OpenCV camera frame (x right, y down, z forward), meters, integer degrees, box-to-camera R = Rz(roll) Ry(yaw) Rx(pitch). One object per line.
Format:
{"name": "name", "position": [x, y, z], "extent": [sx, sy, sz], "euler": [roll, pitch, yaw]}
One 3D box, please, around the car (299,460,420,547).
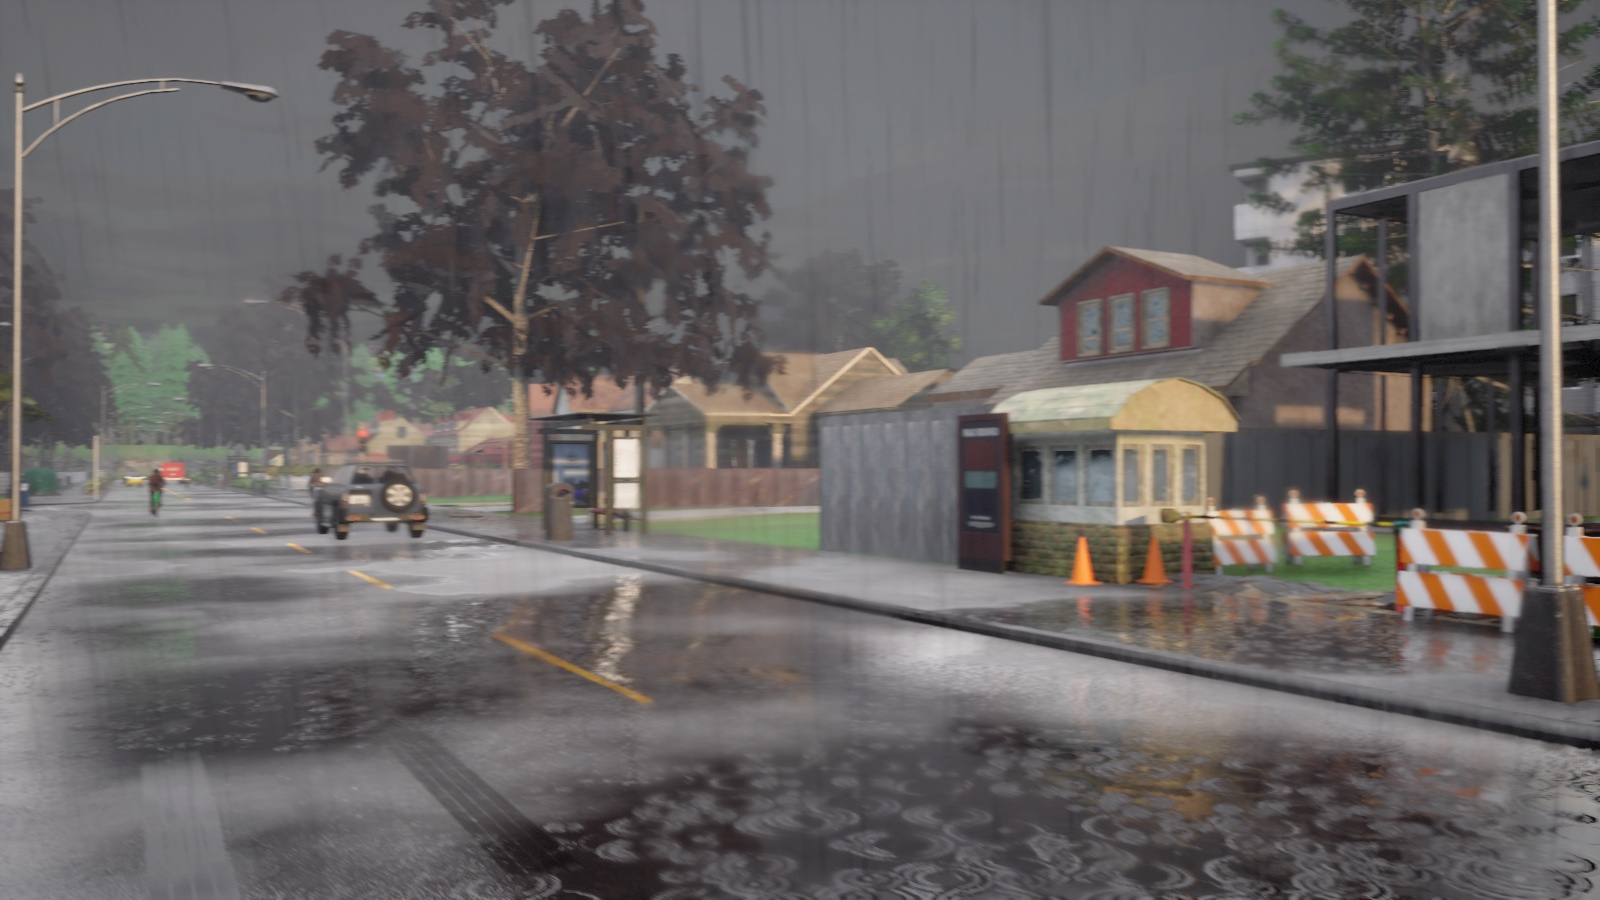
{"name": "car", "position": [-10.425, 1.191, 29.507], "extent": [1.932, 1.855, 4.605], "euler": [0, -1, -29]}
